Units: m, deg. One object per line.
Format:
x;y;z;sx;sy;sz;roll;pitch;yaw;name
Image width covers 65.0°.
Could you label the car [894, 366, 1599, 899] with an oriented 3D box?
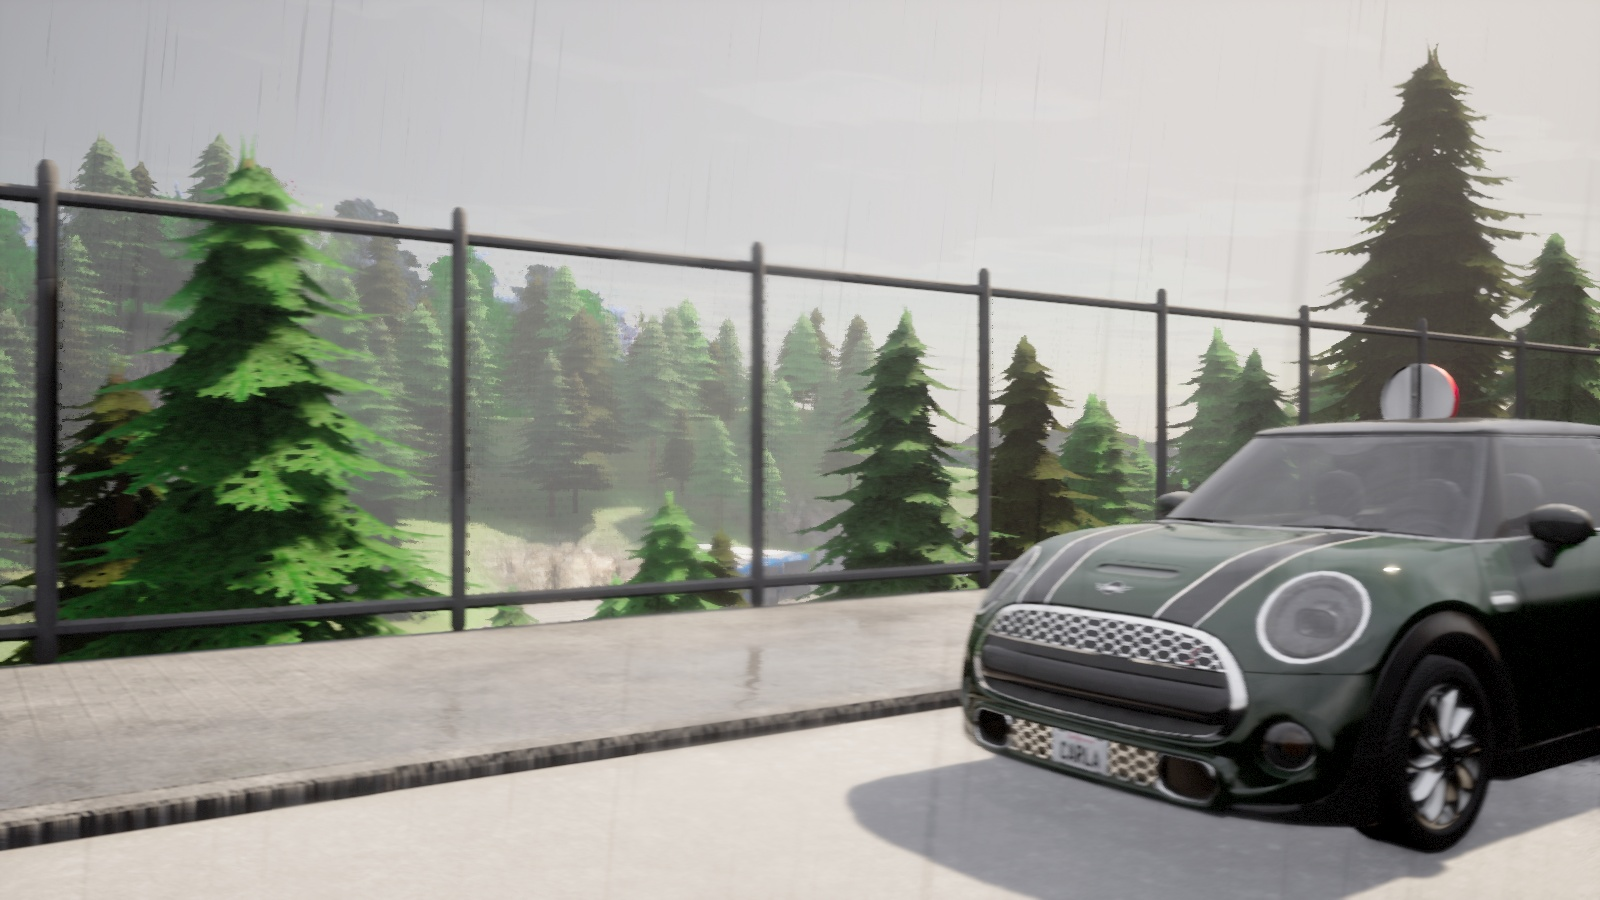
2.910;0.612;6.245;4.553;1.767;2.097;0;0;-34;car
